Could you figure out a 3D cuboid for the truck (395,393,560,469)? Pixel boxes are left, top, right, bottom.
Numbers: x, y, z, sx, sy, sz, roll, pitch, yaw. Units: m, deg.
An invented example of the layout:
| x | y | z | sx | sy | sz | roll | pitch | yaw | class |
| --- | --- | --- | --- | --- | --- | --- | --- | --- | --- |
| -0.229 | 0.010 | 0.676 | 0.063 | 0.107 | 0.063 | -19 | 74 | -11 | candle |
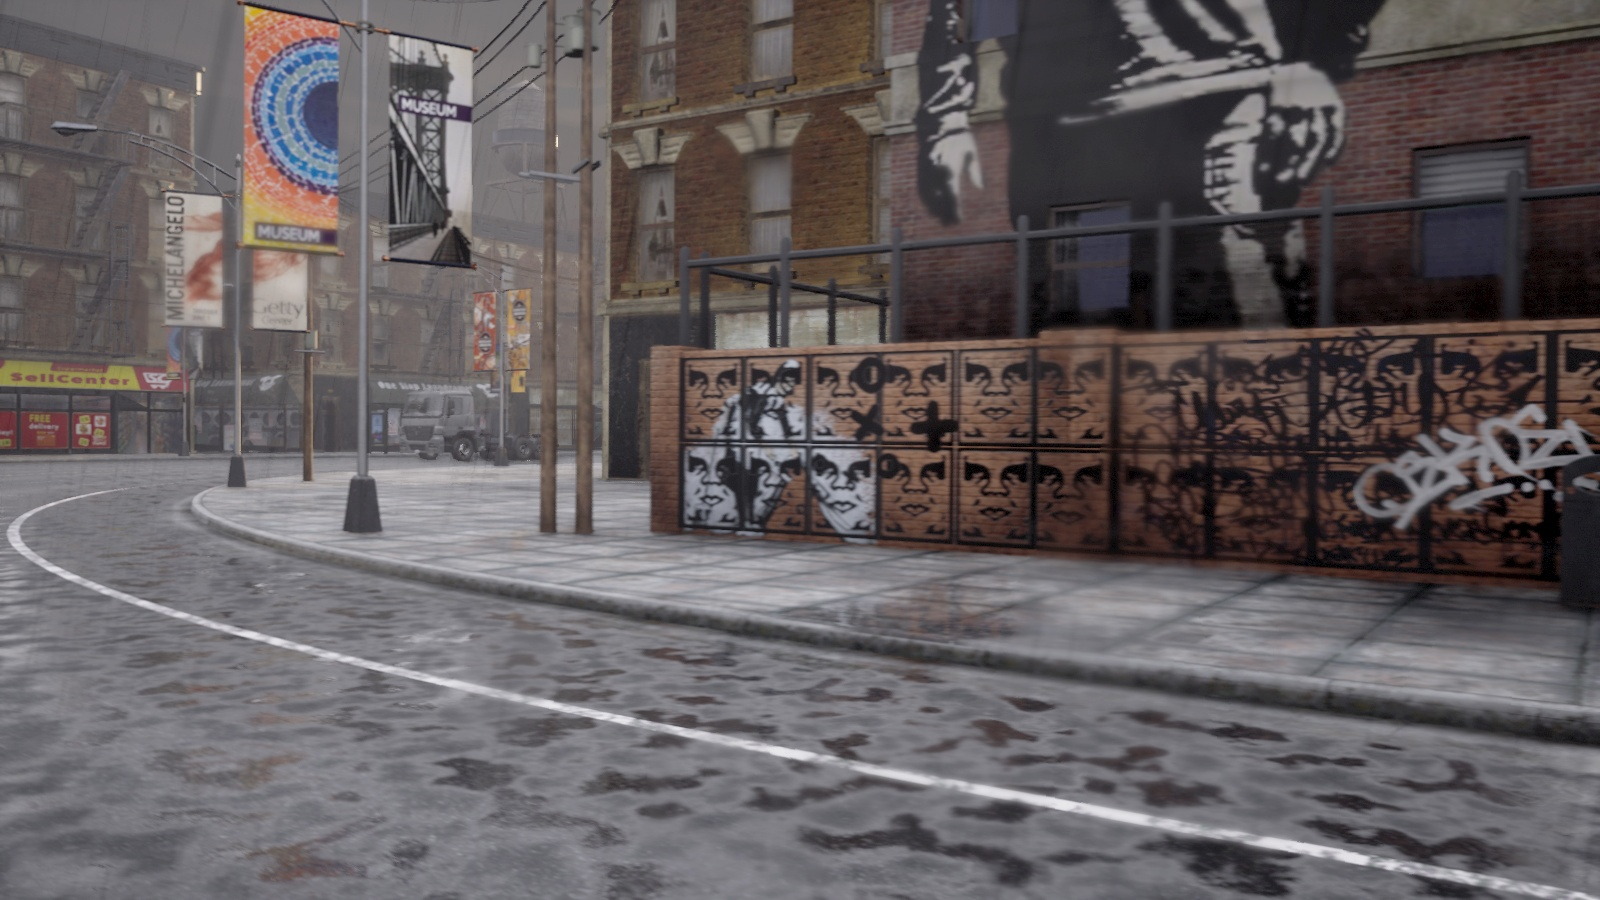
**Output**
| x | y | z | sx | sy | sz | roll | pitch | yaw | class |
| --- | --- | --- | --- | --- | --- | --- | --- | --- | --- |
| -15.698 | -0.940 | 61.846 | 2.891 | 3.462 | 7.936 | 0 | 1 | 34 | truck |
